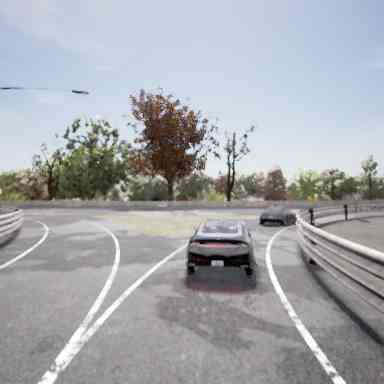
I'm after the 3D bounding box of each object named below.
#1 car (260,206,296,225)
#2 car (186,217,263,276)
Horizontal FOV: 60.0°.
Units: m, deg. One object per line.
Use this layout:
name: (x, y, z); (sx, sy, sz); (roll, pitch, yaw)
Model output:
car: (6.850, 1.813, 26.400); (1.994, 1.385, 4.181); (0, -1, 30)
car: (1.014, 1.594, 10.741); (2.128, 1.511, 4.902); (0, -1, 9)
